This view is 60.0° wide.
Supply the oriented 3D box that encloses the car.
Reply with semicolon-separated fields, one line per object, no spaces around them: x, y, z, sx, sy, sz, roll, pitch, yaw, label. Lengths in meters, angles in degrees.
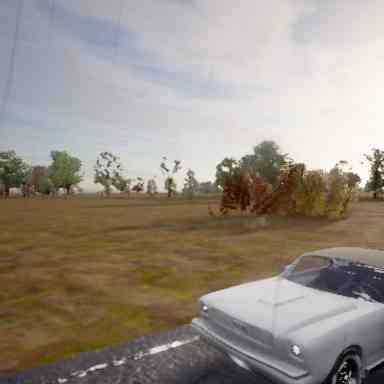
2.331;1.613;5.045;4.718;1.301;1.895;0;0;-36;car
